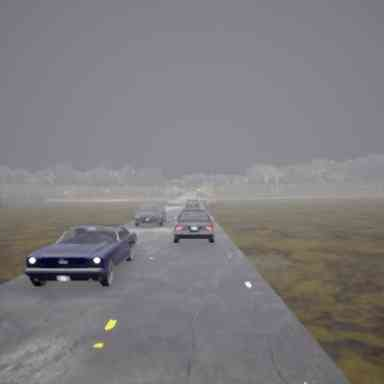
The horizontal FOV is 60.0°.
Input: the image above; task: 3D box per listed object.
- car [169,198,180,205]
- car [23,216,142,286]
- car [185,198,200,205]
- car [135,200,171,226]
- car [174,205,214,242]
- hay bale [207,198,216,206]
[{"bbox_3d":[-2.846,1.586,53.237,1.895,1.301,4.718,0,0,0],"label":"car"},{"bbox_3d":[-2.849,1.614,9.578,1.895,1.301,4.718,0,0,0],"label":"car"},{"bbox_3d":[0.074,1.495,44.704,2.128,1.511,4.902,0,0,0],"label":"car"},{"bbox_3d":[-2.798,1.528,23.385,1.837,1.490,4.892,0,0,0],"label":"car"},{"bbox_3d":[0.091,1.565,16.330,2.033,1.411,5.357,0,0,0],"label":"car"},{"bbox_3d":[3.106,1.641,52.689,1.220,1.180,1.240,1,1,0],"label":"hay bale"}]
